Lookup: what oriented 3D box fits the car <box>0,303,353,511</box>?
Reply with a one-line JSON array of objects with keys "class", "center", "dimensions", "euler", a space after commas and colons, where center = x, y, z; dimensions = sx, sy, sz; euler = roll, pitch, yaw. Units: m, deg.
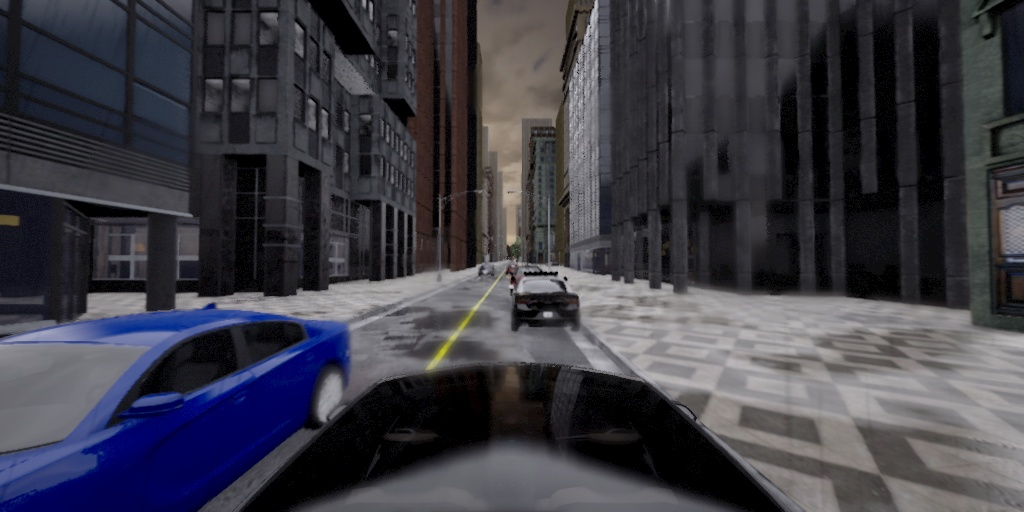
[{"class": "car", "center": [-3.099, 1.241, 2.850], "dimensions": [1.882, 1.535, 5.008], "euler": [0, -1, 0]}]

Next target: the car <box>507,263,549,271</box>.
[{"class": "car", "center": [0.928, 1.328, 21.424], "dimensions": [2.097, 1.767, 4.553], "euler": [0, -1, 0]}]

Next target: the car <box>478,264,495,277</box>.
[{"class": "car", "center": [-3.031, 1.709, 43.133], "dimensions": [2.128, 1.511, 4.902], "euler": [0, -1, 0]}]

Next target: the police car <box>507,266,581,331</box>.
[{"class": "police car", "center": [0.914, 1.291, 11.563], "dimensions": [1.930, 1.638, 5.238], "euler": [0, -1, 0]}]

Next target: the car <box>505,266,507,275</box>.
[{"class": "car", "center": [0.113, 1.803, 48.432], "dimensions": [1.812, 1.442, 4.674], "euler": [0, -1, 1]}]
